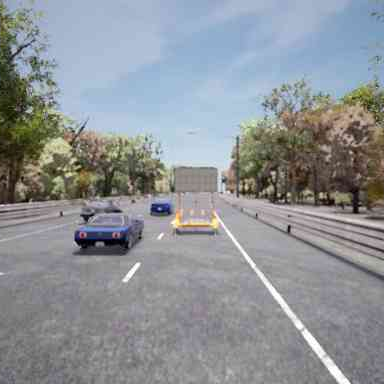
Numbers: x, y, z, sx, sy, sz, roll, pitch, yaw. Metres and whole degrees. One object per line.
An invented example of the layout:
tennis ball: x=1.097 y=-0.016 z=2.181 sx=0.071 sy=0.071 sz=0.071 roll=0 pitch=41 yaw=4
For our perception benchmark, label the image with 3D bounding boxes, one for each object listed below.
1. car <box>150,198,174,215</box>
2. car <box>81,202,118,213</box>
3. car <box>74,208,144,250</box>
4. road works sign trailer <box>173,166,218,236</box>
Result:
car: x=-2.850 y=1.364 z=32.466 sx=1.882 sy=1.535 sz=5.008 roll=0 pitch=0 yaw=1
car: x=-6.484 y=1.415 z=24.362 sx=2.033 sy=1.411 sz=5.357 roll=2 pitch=-3 yaw=1
car: x=-3.242 y=1.554 z=14.060 sx=1.895 sy=1.301 sz=4.718 roll=0 pitch=0 yaw=1
road works sign trailer: x=0.226 y=0.404 z=18.064 sx=2.380 sy=3.560 sz=2.880 roll=0 pitch=0 yaw=2
